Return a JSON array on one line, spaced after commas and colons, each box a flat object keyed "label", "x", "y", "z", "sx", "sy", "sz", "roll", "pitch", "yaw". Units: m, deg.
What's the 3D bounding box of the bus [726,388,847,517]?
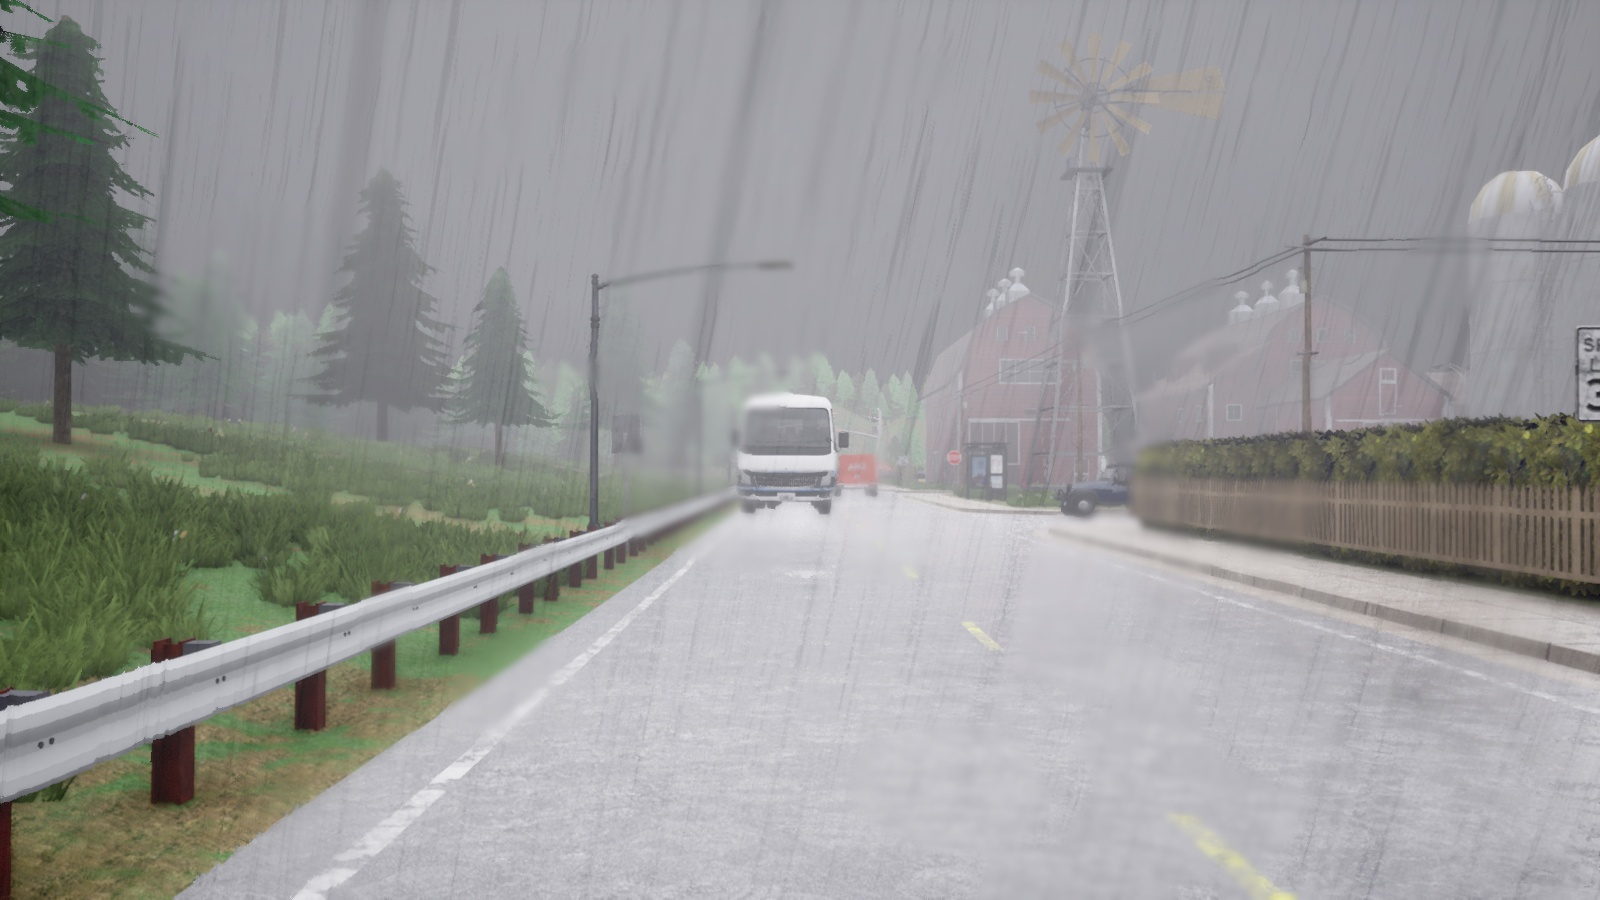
[{"label": "bus", "x": -0.273, "y": 0.176, "z": 46.707, "sx": 3.944, "sy": 4.253, "sz": 10.273, "roll": 0, "pitch": -1, "yaw": 2}]

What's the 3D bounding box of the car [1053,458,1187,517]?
[{"label": "car", "x": 10.456, "y": 1.219, "z": 41.238, "sx": 3.866, "sy": 1.878, "sz": 1.905, "roll": 0, "pitch": -1, "yaw": -1}]

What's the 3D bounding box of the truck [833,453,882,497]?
[{"label": "truck", "x": 3.322, "y": 1.476, "z": 73.681, "sx": 2.627, "sy": 2.467, "sz": 5.204, "roll": 0, "pitch": -1, "yaw": 0}]
